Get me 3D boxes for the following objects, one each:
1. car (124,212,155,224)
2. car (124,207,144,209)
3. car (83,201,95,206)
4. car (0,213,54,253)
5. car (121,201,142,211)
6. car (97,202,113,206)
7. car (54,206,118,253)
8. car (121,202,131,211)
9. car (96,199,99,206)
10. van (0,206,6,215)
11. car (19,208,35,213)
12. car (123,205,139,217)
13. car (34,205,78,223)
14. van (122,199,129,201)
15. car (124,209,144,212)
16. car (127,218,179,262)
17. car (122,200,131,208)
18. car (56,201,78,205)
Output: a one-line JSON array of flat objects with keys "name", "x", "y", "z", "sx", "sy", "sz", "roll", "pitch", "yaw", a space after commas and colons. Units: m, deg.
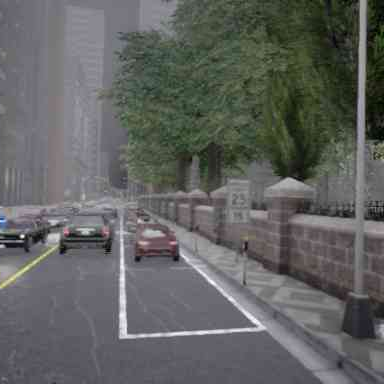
[{"name": "car", "x": -2.718, "y": 2.058, "z": 18.983, "sx": 2.008, "sy": 1.369, "sz": 4.403, "roll": 2, "pitch": -2, "yaw": -12}, {"name": "car", "x": -5.025, "y": 2.320, "z": 29.788, "sx": 1.802, "sy": 1.307, "sz": 4.206, "roll": 2, "pitch": -1, "yaw": -12}, {"name": "car", "x": -22.576, "y": 2.780, "z": 71.224, "sx": 2.008, "sy": 1.369, "sz": 4.403, "roll": 2, "pitch": -1, "yaw": -12}, {"name": "car", "x": -7.889, "y": 1.864, "z": 15.147, "sx": 1.895, "sy": 1.301, "sz": 4.718, "roll": 2, "pitch": -2, "yaw": -12}, {"name": "car", "x": -6.171, "y": 2.161, "z": 35.197, "sx": 2.192, "sy": 1.841, "sz": 5.009, "roll": 2, "pitch": -1, "yaw": -12}, {"name": "car", "x": -9.980, "y": 2.357, "z": 40.124, "sx": 2.128, "sy": 1.511, "sz": 4.902, "roll": 2, "pitch": -1, "yaw": -12}, {"name": "car", "x": -4.717, "y": 1.708, "z": 15.481, "sx": 2.097, "sy": 1.767, "sz": 4.553, "roll": 2, "pitch": -2, "yaw": -12}, {"name": "car", "x": -12.645, "y": 2.790, "z": 63.549, "sx": 1.801, "sy": 1.575, "sz": 5.366, "roll": 2, "pitch": -1, "yaw": -12}, {"name": "car", "x": -24.877, "y": 2.840, "z": 82.031, "sx": 1.967, "sy": 1.590, "sz": 4.097, "roll": 2, "pitch": -1, "yaw": -12}, {"name": "van", "x": -11.046, "y": 1.579, "z": 17.205, "sx": 1.690, "sy": 1.788, "sz": 3.998, "roll": 2, "pitch": -2, "yaw": -12}, {"name": "car", "x": -13.357, "y": 2.012, "z": 28.006, "sx": 1.887, "sy": 1.381, "sz": 4.507, "roll": 2, "pitch": -2, "yaw": -12}, {"name": "car", "x": -8.481, "y": 2.592, "z": 45.998, "sx": 1.887, "sy": 1.381, "sz": 4.507, "roll": 2, "pitch": -1, "yaw": -12}, {"name": "car", "x": -10.011, "y": 1.973, "z": 25.116, "sx": 2.128, "sy": 1.511, "sz": 4.902, "roll": 2, "pitch": -2, "yaw": -12}, {"name": "van", "x": -9.628, "y": 2.482, "z": 51.404, "sx": 1.690, "sy": 1.788, "sz": 3.998, "roll": 2, "pitch": -1, "yaw": -12}, {"name": "car", "x": -3.873, "y": 2.191, "z": 24.385, "sx": 1.947, "sy": 1.339, "sz": 4.313, "roll": 2, "pitch": -2, "yaw": -12}, {"name": "car", "x": -1.566, "y": 1.967, "z": 13.580, "sx": 1.802, "sy": 1.307, "sz": 4.206, "roll": 2, "pitch": -2, "yaw": -12}, {"name": "car", "x": -16.541, "y": 2.985, "z": 83.817, "sx": 2.192, "sy": 1.841, "sz": 5.009, "roll": 2, "pitch": -1, "yaw": -12}, {"name": "car", "x": -16.808, "y": 2.093, "z": 44.220, "sx": 2.192, "sy": 1.841, "sz": 5.009, "roll": 2, "pitch": -1, "yaw": -12}]
